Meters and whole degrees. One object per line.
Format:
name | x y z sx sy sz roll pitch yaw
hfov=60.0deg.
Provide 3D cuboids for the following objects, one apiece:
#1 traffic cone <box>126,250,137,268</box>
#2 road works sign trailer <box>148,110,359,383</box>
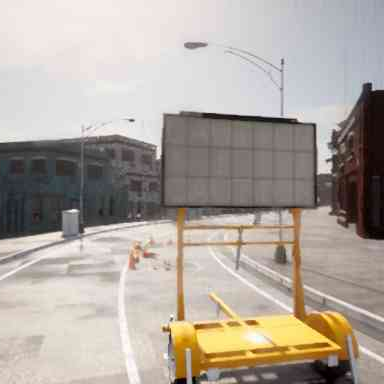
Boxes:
traffic cone | -2.106 2.328 11.620 0.340 0.580 0.340 1 -2 -10
road works sign trailer | 0.683 0.642 5.063 2.380 3.560 2.880 1 -2 -13
